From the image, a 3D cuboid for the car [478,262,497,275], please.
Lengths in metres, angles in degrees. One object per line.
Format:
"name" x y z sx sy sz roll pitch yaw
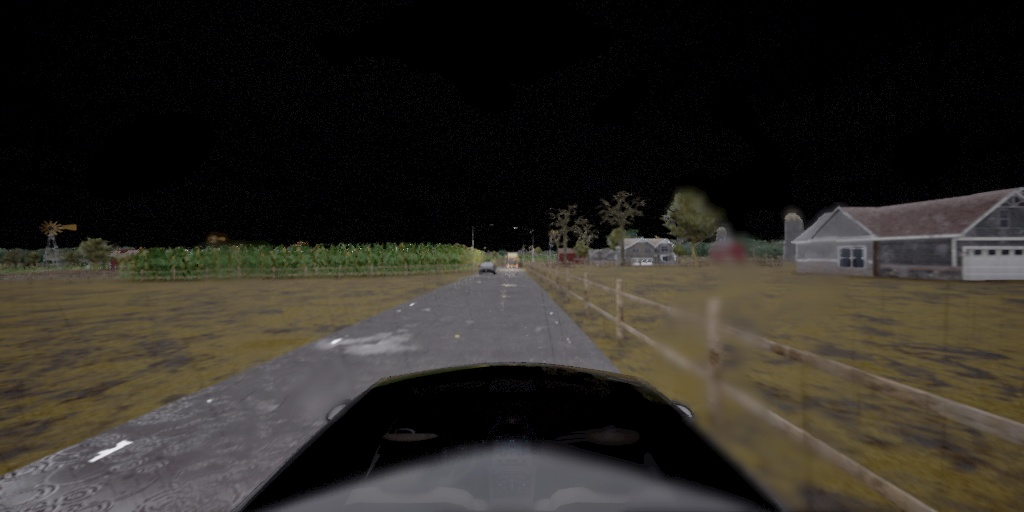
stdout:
"car" -2.830 1.414 42.152 1.882 1.535 5.008 0 -1 0
